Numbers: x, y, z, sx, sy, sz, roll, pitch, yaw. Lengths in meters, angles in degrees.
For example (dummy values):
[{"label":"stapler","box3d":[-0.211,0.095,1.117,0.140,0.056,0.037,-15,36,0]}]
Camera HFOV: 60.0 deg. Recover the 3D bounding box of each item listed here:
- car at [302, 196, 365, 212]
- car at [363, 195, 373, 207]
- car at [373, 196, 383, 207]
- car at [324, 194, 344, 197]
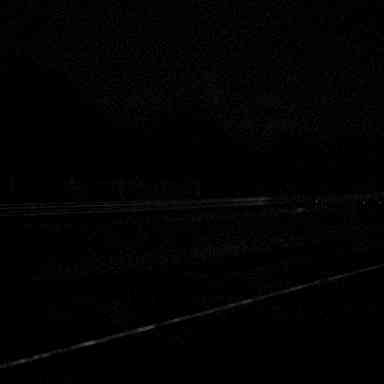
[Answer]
[{"label":"car","box3d":[9.830,1.336,23.617,5.008,1.535,1.882,-1,0,-34]},{"label":"car","box3d":[20.635,1.150,39.261,4.674,1.442,1.812,-1,1,-34]},{"label":"car","box3d":[22.354,1.104,36.306,5.008,1.535,1.882,-1,1,-34]},{"label":"car","box3d":[16.889,1.019,40.212,4.553,1.767,2.097,-1,1,-37]}]
